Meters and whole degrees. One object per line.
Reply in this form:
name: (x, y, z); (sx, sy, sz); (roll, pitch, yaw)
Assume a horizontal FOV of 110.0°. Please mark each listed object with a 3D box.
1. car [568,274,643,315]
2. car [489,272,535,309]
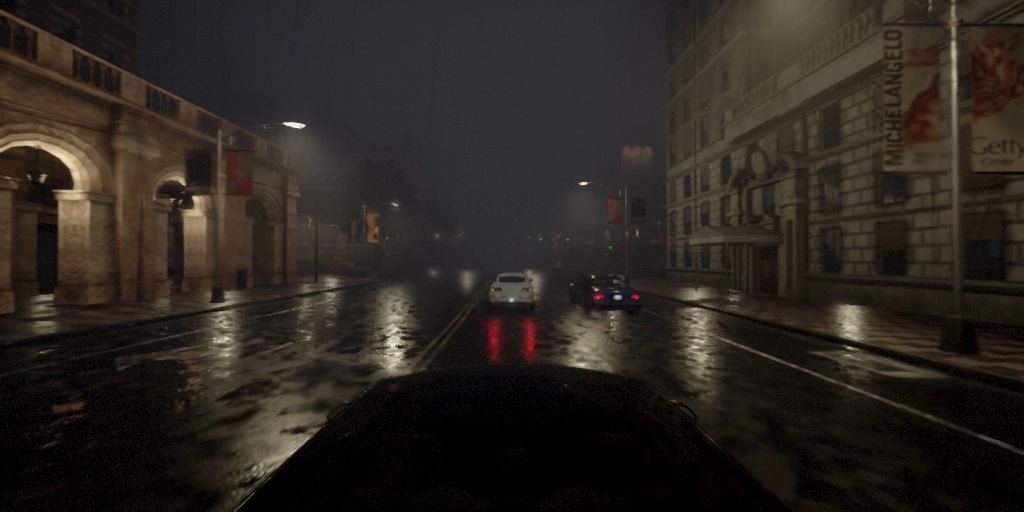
car: (3.499, 1.436, 14.354); (2.033, 1.411, 5.357); (0, -1, 0)
car: (0.004, 1.429, 15.737); (1.812, 1.442, 4.674); (0, 0, 0)
